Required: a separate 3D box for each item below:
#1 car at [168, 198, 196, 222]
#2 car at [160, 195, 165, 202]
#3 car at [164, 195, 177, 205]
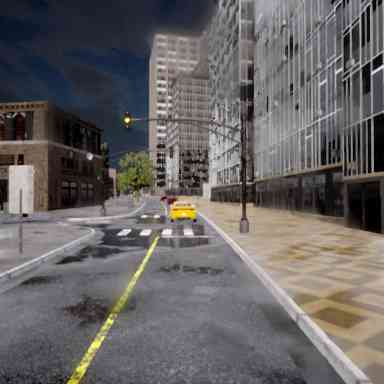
[{"bbox_3d":[-0.736,1.474,26.717,1.882,1.535,5.008,0,0,-3],"label":"car"},{"bbox_3d":[-6.458,1.494,78.503,1.812,1.442,4.674,0,0,-10],"label":"car"},{"bbox_3d":[-3.202,1.511,55.493,1.812,1.442,4.674,0,0,-7],"label":"car"}]
